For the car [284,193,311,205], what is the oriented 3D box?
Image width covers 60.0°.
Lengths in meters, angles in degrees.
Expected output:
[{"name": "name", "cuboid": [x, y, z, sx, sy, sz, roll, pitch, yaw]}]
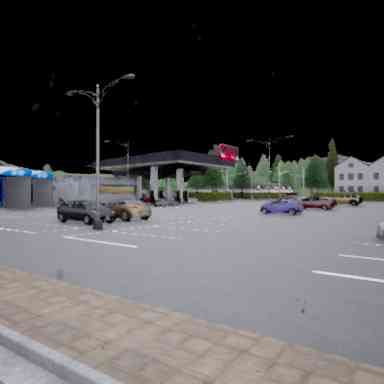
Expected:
[{"name": "car", "cuboid": [17.285, 1.055, 54.694, 3.866, 1.878, 1.905, 0, 0, 36]}]

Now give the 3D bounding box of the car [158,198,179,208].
[{"name": "car", "cuboid": [-3.674, 1.523, 48.636, 1.994, 1.385, 4.181, 0, 0, 37]}]

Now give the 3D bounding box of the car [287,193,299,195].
[{"name": "car", "cuboid": [14.833, 1.338, 52.367, 3.806, 1.475, 1.970, 0, 0, 36]}]

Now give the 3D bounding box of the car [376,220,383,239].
[{"name": "car", "cuboid": [9.709, 1.385, 13.537, 3.806, 1.475, 1.970, 0, 0, 36]}]

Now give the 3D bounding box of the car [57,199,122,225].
[{"name": "car", "cuboid": [-7.097, 1.315, 22.078, 4.514, 1.523, 2.007, 0, 0, 36]}]

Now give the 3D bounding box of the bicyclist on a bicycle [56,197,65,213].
[{"name": "bicyclist on a bicycle", "cuboid": [-12.098, 1.264, 30.675, 1.656, 1.620, 0.582, 0, 0, 36]}]

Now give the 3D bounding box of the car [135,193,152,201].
[{"name": "car", "cuboid": [-11.901, 1.237, 81.992, 1.905, 1.878, 3.866, 0, 0, 36]}]

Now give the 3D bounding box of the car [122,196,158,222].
[{"name": "car", "cuboid": [-5.292, 1.306, 24.645, 5.027, 1.636, 2.152, 0, 0, 36]}]

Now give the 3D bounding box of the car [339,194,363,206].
[{"name": "car", "cuboid": [21.710, 1.086, 47.406, 4.605, 1.855, 1.932, 0, 0, 36]}]

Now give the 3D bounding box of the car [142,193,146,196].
[{"name": "car", "cuboid": [-9.878, 1.412, 75.153, 2.242, 1.667, 4.611, 0, 0, 36]}]

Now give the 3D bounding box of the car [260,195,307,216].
[{"name": "car", "cuboid": [7.885, 1.306, 29.703, 3.633, 1.501, 1.845, 0, 0, 36]}]

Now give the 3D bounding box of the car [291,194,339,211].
[{"name": "car", "cuboid": [13.802, 1.285, 37.755, 4.514, 1.523, 2.007, 0, 0, 36]}]
